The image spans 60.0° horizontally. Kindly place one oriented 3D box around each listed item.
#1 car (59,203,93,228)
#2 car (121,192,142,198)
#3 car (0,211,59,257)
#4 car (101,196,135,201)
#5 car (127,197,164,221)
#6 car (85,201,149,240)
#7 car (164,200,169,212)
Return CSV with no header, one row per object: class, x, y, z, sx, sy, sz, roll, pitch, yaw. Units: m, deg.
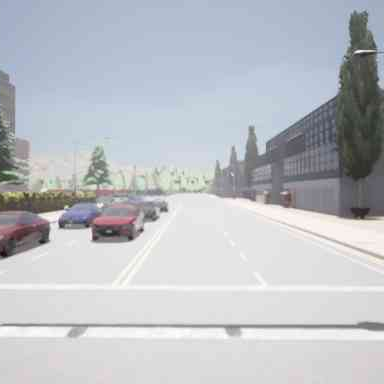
car,-7.091,1.465,21.800,1.812,1.442,4.674,0,0,0
car,-7.054,1.237,41.340,2.097,1.767,4.553,0,0,0
car,-7.096,1.490,12.894,1.812,1.442,4.674,0,0,0
car,-7.083,1.405,31.064,2.128,1.511,4.902,0,0,0
car,-3.588,1.431,26.375,1.837,1.490,4.892,0,0,0
car,-3.594,1.430,16.879,1.882,1.535,5.008,0,0,0
car,-3.566,1.463,36.252,1.994,1.385,4.181,0,0,1
